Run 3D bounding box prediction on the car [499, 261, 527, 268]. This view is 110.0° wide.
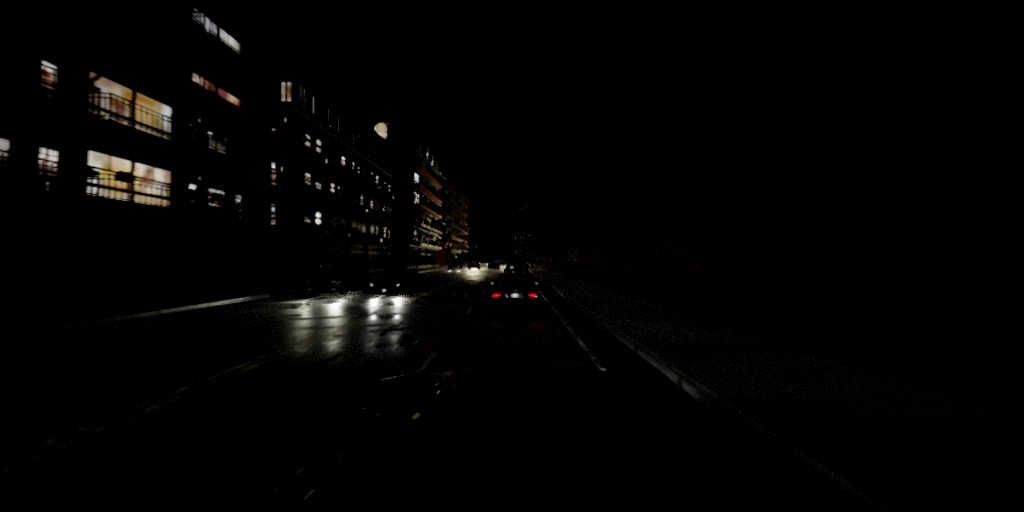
[{"bbox_3d":[0.104,1.484,33.794,2.033,1.411,5.357,0,0,0],"label":"car"}]

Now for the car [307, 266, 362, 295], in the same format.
[{"bbox_3d":[-9.846,1.339,20.827,1.882,1.535,5.008,0,0,0],"label":"car"}]

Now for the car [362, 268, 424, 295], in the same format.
[{"bbox_3d":[-6.598,1.411,21.154,2.033,1.411,5.357,0,0,0],"label":"car"}]

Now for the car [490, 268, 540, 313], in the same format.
[{"bbox_3d":[0.097,1.372,14.391,2.033,1.411,5.357,0,0,0],"label":"car"}]

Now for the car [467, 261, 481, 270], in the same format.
[{"bbox_3d":[-6.522,1.622,62.071,1.812,1.442,4.674,0,0,1],"label":"car"}]

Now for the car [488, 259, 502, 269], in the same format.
[{"bbox_3d":[-3.243,1.670,63.889,1.994,1.385,4.181,0,0,0],"label":"car"}]

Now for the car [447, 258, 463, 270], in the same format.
[{"bbox_3d":[-9.766,1.316,61.941,2.150,2.045,5.566,0,0,1],"label":"car"}]

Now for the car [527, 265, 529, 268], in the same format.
[{"bbox_3d":[1.143,1.518,47.109,1.837,1.490,4.892,0,0,0],"label":"car"}]
